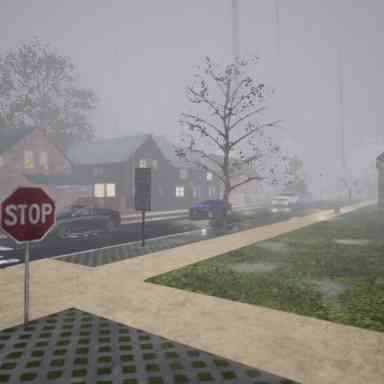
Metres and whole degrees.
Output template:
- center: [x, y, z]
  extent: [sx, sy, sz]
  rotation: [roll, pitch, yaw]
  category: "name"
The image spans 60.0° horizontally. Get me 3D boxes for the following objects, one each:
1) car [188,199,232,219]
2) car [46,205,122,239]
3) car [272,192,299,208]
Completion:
- center: [1.618, 1.335, 28.209]
  extent: [1.882, 1.535, 5.008]
  rotation: [1, 1, 34]
  category: "car"
- center: [-5.815, 1.418, 17.049]
  extent: [2.128, 1.511, 4.902]
  rotation: [1, 1, 34]
  category: "car"
- center: [12.621, 0.982, 44.539]
  extent: [2.150, 2.045, 5.566]
  rotation: [1, 0, 34]
  category: "car"
